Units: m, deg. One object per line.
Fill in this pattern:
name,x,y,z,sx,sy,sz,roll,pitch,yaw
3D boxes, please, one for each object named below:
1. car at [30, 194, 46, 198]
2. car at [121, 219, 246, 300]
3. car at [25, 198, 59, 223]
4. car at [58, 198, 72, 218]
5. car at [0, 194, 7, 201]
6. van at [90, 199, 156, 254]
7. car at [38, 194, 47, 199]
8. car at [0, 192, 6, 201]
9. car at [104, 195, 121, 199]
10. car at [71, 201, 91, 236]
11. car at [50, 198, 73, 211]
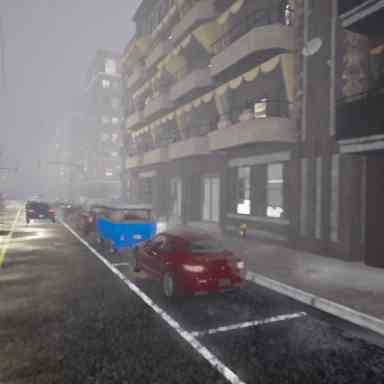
car,-16.674,1.285,35.633,2.128,1.511,4.902,1,0,-26
car,-0.282,1.603,8.357,1.802,1.307,4.206,1,0,-26
car,-10.966,1.389,24.099,1.812,1.442,4.674,1,0,-26
car,-10.087,1.445,28.196,2.008,1.369,4.403,1,0,-26
car,-39.301,1.061,68.388,1.947,1.339,4.313,1,0,-26
van,-2.728,1.330,13.317,1.690,1.788,3.998,1,0,-26
car,-39.131,1.148,86.954,1.947,1.339,4.313,1,0,-26
car,-36.849,0.835,63.437,2.192,1.841,5.009,1,0,-26
car,-13.962,1.282,60.271,4.403,1.369,2.008,0,1,-27
car,-5.182,1.397,18.277,1.967,1.590,4.097,1,0,-26
car,-14.990,1.386,38.116,2.008,1.369,4.403,1,0,-26
